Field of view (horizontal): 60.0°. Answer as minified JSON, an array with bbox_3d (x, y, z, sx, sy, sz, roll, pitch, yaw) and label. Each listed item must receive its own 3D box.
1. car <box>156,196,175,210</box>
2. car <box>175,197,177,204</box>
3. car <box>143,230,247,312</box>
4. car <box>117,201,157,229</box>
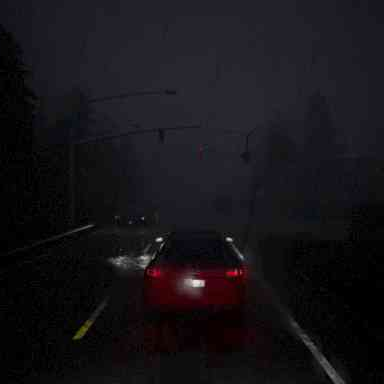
[{"bbox_3d":[-3.713,1.491,42.678,2.128,1.511,4.902,0,0,0],"label":"car"},{"bbox_3d":[-3.720,1.547,62.676,2.033,1.411,5.357,0,0,0],"label":"car"},{"bbox_3d":[0.056,1.564,7.815,1.994,1.385,4.181,0,0,0],"label":"car"},{"bbox_3d":[-3.635,1.542,21.911,1.812,1.442,4.674,1,0,0],"label":"car"}]
